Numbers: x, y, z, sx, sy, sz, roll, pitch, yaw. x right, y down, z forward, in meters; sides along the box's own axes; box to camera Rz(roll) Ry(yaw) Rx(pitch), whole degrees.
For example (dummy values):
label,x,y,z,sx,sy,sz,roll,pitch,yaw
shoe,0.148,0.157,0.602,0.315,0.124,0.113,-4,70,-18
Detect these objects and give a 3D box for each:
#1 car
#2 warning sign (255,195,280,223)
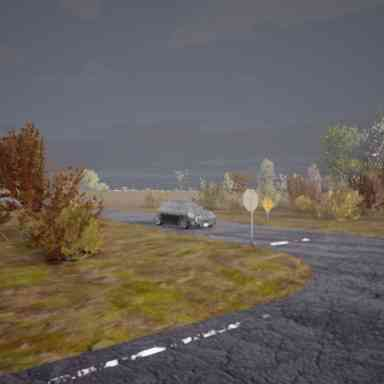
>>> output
label,x,y,z,sx,sy,sz,roll,pitch,yaw
car,-0.482,1.355,21.374,2.097,1.767,4.553,0,0,-36
warning sign,5.263,1.133,23.233,1.300,1.860,1.060,0,0,-36
